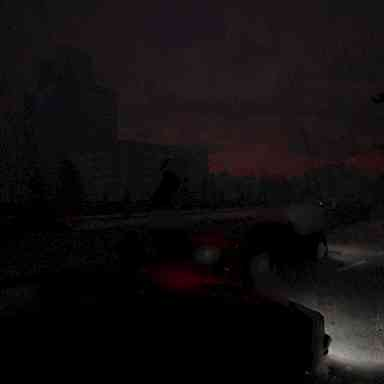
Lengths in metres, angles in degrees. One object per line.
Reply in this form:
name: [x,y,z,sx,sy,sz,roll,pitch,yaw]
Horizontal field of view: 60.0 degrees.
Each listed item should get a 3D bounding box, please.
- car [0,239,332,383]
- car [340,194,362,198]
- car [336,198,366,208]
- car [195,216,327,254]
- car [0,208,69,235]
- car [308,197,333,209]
car: [-0.846,1.556,3.279,5.357,1.411,2.033,0,0,-37]
car: [22.116,1.327,46.417,2.150,2.045,5.566,0,-1,43]
car: [17.862,1.641,36.635,1.994,1.385,4.181,0,0,43]
car: [2.315,1.498,10.354,5.008,1.535,1.882,0,0,-40]
car: [-8.038,1.613,15.695,4.181,1.385,1.994,0,0,-38]
car: [18.428,1.468,47.579,2.097,1.767,4.553,0,0,43]
